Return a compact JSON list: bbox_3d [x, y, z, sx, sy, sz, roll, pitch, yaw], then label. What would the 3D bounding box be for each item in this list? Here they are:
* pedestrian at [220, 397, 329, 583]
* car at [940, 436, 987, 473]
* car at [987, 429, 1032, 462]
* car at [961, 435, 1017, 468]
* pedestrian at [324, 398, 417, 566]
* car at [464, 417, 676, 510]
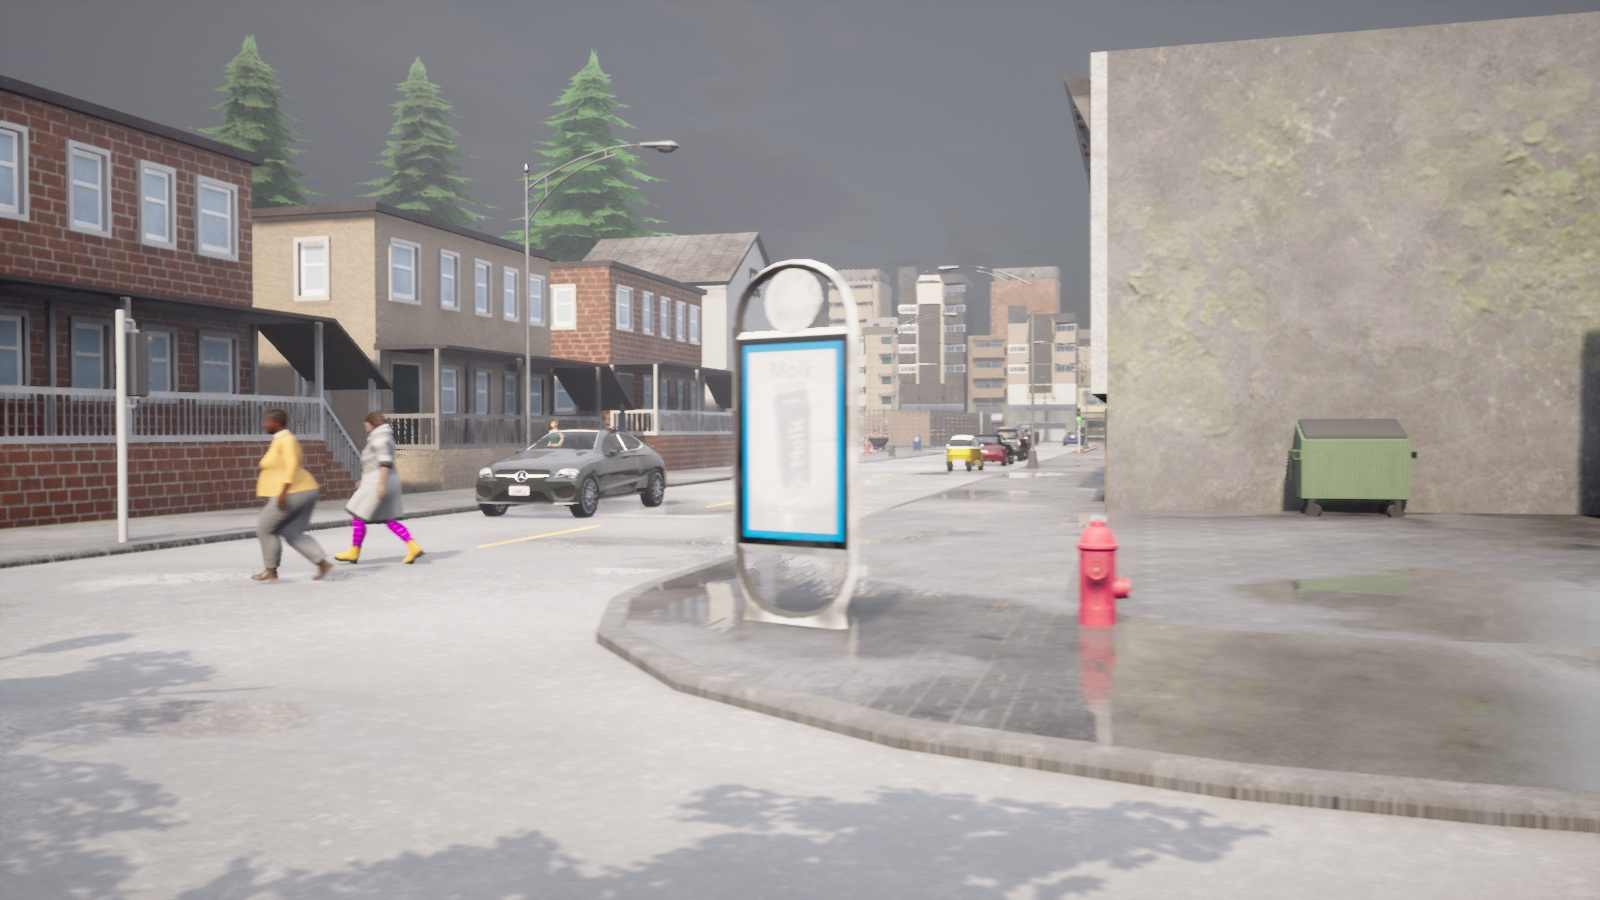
[{"bbox_3d":[-5.428,0.392,13.031,0.900,1.855,0.874,0,1,-13],"label":"pedestrian"},{"bbox_3d":[6.277,0.155,48.201,1.481,1.376,2.207,0,1,16],"label":"car"},{"bbox_3d":[10.695,-0.231,64.023,1.851,1.617,3.988,0,1,16],"label":"car"},{"bbox_3d":[8.456,0.051,55.990,1.994,1.385,4.181,0,1,15],"label":"car"},{"bbox_3d":[-5.079,0.367,14.894,0.873,1.952,0.659,0,1,0],"label":"pedestrian"},{"bbox_3d":[-4.378,0.200,24.894,2.152,1.651,5.027,0,1,16],"label":"car"}]
